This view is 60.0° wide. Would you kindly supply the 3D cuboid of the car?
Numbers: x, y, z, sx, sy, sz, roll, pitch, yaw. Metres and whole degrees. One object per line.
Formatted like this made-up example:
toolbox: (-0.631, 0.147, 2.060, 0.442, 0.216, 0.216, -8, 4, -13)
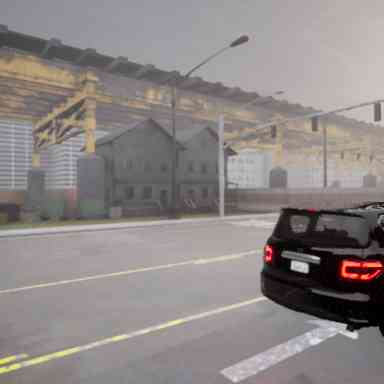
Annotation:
car: (3.795, 1.185, 6.490, 5.566, 2.045, 2.150, -1, 0, -35)
